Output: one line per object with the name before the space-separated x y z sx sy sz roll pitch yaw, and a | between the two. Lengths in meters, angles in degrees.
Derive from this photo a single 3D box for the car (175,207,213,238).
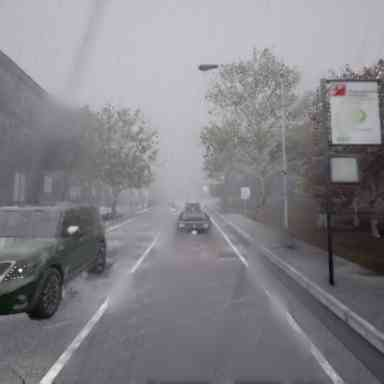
car | 0.105 1.716 18.592 1.895 1.301 4.718 0 0 0

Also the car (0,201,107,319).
car | -3.598 1.271 7.803 2.150 2.045 5.566 0 0 0

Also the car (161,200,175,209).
car | -3.558 1.877 50.581 1.994 1.385 4.181 0 0 0

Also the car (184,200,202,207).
car | 0.110 1.763 41.791 1.837 1.490 4.892 0 0 0
